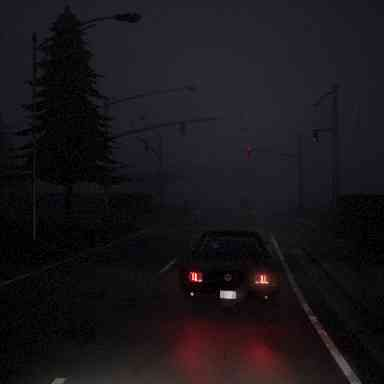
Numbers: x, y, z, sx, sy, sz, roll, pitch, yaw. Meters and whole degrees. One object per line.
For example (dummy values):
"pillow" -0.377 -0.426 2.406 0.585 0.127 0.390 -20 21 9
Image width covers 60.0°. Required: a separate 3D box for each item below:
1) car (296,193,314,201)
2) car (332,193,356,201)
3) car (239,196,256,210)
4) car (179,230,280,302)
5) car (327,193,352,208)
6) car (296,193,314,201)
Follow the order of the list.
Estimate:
"car" 26.057 1.361 76.802 3.806 1.475 1.970 0 0 10
"car" 34.416 1.097 75.374 4.605 1.855 1.932 0 0 10
"car" 7.178 1.352 43.256 2.097 1.767 4.553 0 0 10
"car" 0.979 1.601 8.313 1.895 1.301 4.718 0 0 8
"car" 20.190 1.330 43.050 5.027 1.636 2.152 0 0 10
"car" 27.234 1.077 79.971 3.866 1.878 1.905 0 0 10
